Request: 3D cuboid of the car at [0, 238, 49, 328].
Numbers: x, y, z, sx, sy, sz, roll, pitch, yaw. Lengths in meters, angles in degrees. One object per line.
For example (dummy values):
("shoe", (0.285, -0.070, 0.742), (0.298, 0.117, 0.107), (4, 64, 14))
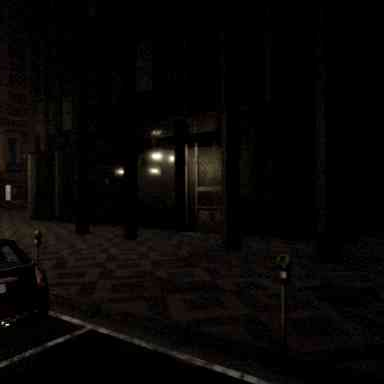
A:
("car", (-4.459, 1.476, 5.953), (4.097, 1.590, 1.967), (-1, 0, 34))
